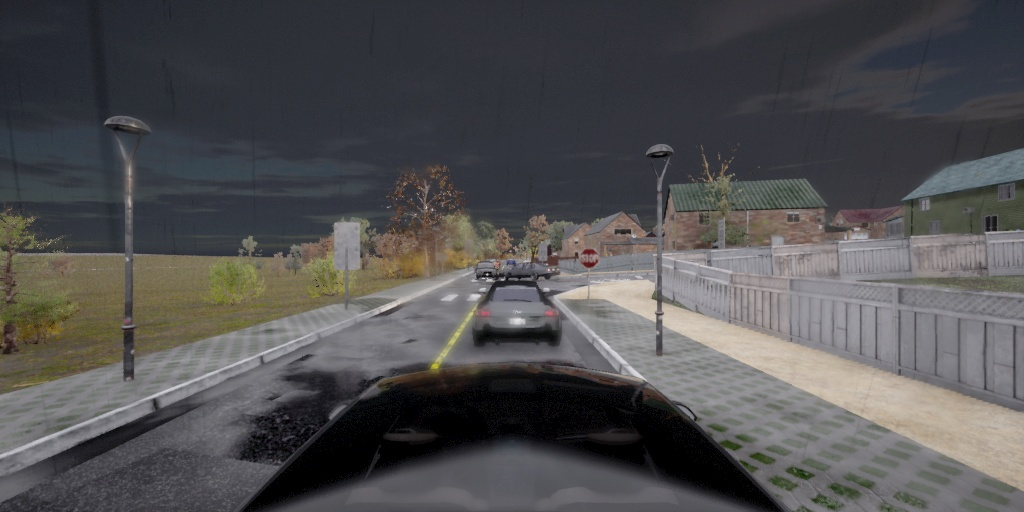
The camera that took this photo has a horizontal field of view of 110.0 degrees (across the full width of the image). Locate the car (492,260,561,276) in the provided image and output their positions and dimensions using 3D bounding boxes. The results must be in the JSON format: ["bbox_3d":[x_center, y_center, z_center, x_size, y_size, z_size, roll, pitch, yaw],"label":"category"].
[{"bbox_3d":[1.271,1.198,28.369,5.357,1.411,2.033,-4,-3,43],"label":"car"}]

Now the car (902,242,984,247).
[{"bbox_3d":[23.842,-0.208,20.380,4.902,1.511,2.128,-3,0,14],"label":"car"}]

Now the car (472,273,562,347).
[{"bbox_3d":[0.084,1.313,9.352,1.994,1.385,4.181,0,0,-1],"label":"car"}]

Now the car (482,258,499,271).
[{"bbox_3d":[-2.969,1.120,51.088,2.097,1.767,4.553,0,0,0],"label":"car"}]

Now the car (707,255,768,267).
[{"bbox_3d":[14.336,0.413,22.778,4.181,1.385,1.994,-3,0,16],"label":"car"}]

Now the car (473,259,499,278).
[{"bbox_3d":[-2.324,1.257,31.272,1.837,1.490,4.892,0,0,-8],"label":"car"}]
